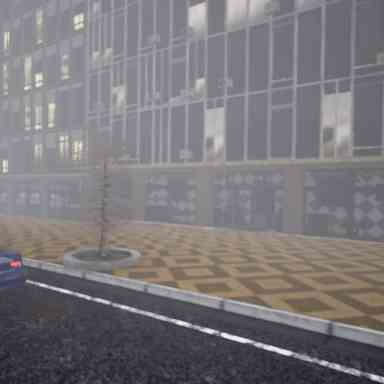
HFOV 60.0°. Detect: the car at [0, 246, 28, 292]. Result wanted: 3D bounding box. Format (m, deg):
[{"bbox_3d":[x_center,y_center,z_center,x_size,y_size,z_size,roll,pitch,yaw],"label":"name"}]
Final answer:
[{"bbox_3d":[-5.987,1.522,7.633,5.357,1.411,2.033,0,0,33],"label":"car"}]
